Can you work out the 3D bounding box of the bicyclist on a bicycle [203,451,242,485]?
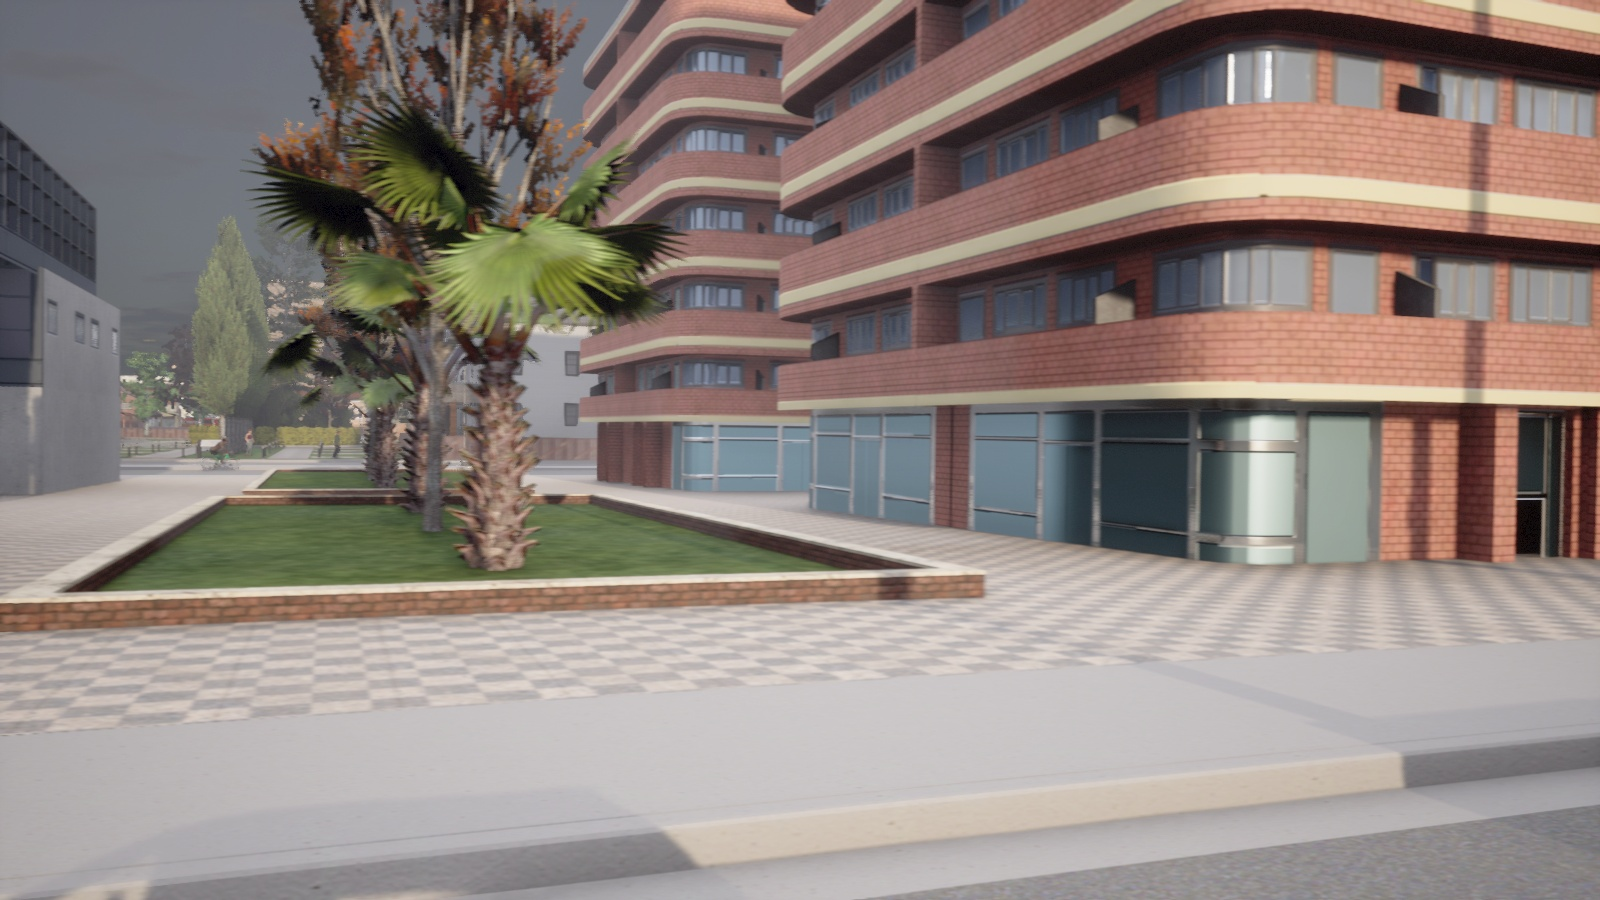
[{"bbox_3d":[-28.174,0.873,61.262,1.656,1.620,0.582,0,1,-21],"label":"bicyclist on a bicycle"}]
